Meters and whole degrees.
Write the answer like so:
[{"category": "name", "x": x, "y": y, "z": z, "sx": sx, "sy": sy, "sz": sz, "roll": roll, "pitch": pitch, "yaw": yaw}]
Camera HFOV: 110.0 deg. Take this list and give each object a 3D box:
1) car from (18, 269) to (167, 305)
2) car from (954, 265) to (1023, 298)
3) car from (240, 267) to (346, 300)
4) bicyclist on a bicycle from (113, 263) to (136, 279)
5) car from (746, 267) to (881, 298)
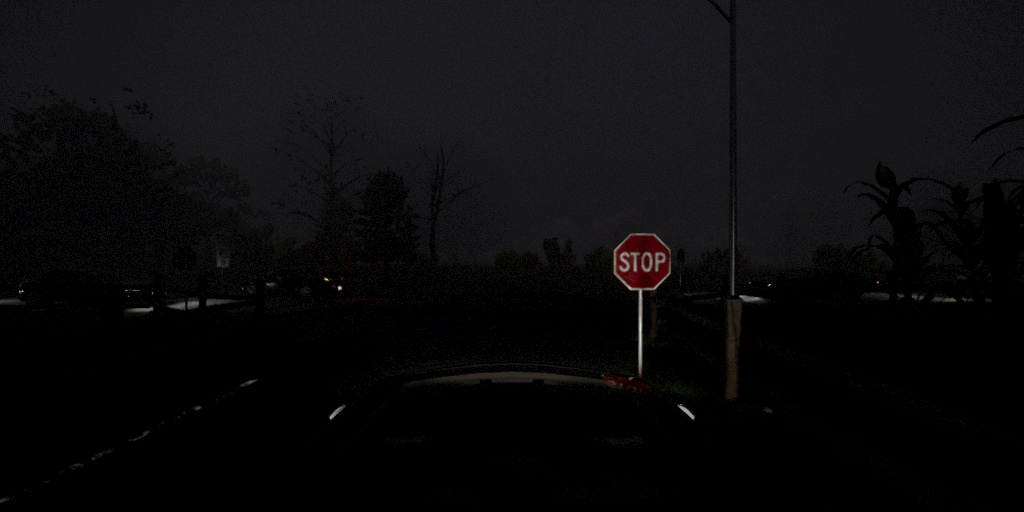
[{"category": "car", "x": -17.161, "y": 1.277, "z": 14.791, "sx": 4.892, "sy": 1.490, "sz": 1.837, "roll": 0, "pitch": 0, "yaw": 1}, {"category": "car", "x": 24.476, "y": 1.164, "z": 17.262, "sx": 5.008, "sy": 1.535, "sz": 1.882, "roll": 0, "pitch": 0, "yaw": 1}, {"category": "car", "x": -10.612, "y": 1.268, "z": 17.441, "sx": 4.892, "sy": 1.490, "sz": 1.837, "roll": 0, "pitch": -2, "yaw": 8}, {"category": "bicyclist on a bicycle", "x": -22.465, "y": 1.234, "z": 20.826, "sx": 0.582, "sy": 1.620, "sz": 1.656, "roll": 0, "pitch": 0, "yaw": 1}, {"category": "car", "x": 14.535, "y": 1.258, "z": 17.378, "sx": 5.357, "sy": 1.411, "sz": 2.033, "roll": 0, "pitch": 0, "yaw": 1}]
